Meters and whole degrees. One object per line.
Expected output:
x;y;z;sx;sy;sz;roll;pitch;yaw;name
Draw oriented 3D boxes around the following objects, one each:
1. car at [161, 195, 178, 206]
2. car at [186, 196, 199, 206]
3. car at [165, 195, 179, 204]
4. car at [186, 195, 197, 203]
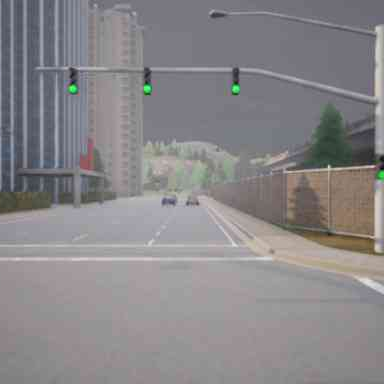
-3.413;1.224;48.968;1.882;1.535;5.008;0;0;0;car
0.089;1.311;49.361;1.994;1.385;4.181;0;0;0;car
-3.512;1.246;59.186;2.033;1.411;5.357;0;0;0;car
-0.013;1.301;59.324;1.895;1.301;4.718;0;0;0;car
